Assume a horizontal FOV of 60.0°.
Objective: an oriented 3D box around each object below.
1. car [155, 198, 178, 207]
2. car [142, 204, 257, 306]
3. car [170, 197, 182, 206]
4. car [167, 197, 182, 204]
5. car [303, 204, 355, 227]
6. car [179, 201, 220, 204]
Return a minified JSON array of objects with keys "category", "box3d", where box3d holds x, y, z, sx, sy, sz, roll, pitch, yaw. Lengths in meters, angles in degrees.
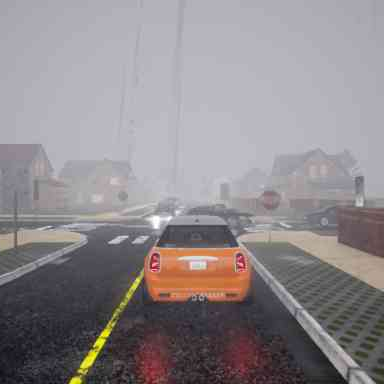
[{"category":"car","box3d":[-2.831,1.651,35.139,1.895,1.301,4.718,0,0,0]},{"category":"car","box3d":[0.105,1.352,8.162,2.097,1.767,4.553,0,0,0]},{"category":"car","box3d":[-2.799,1.691,59.259,1.812,1.442,4.674,0,0,0]},{"category":"car","box3d":[-2.817,1.447,45.826,2.097,1.767,4.553,0,0,0]},{"category":"car","box3d":[10.265,1.579,23.101,4.892,1.490,1.837,0,0,-2]},{"category":"car","box3d":[1.850,1.522,21.919,4.902,1.511,2.128,0,1,39]}]
